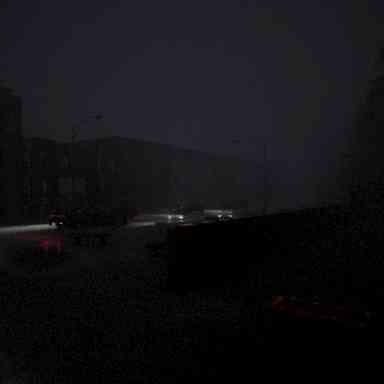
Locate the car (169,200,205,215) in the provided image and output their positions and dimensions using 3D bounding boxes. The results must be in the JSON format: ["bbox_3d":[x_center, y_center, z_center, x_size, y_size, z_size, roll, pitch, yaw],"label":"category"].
[{"bbox_3d":[-0.419,1.526,34.663,1.812,1.442,4.674,0,0,36],"label":"car"}]

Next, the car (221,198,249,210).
[{"bbox_3d":[5.574,1.478,42.986,1.882,1.535,5.008,0,0,36],"label":"car"}]

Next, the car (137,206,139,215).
[{"bbox_3d":[-6.353,1.492,26.386,2.128,1.511,4.902,0,0,36],"label":"car"}]

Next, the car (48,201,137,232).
[{"bbox_3d":[-5.961,1.491,19.708,2.128,1.511,4.902,0,0,36],"label":"car"}]
